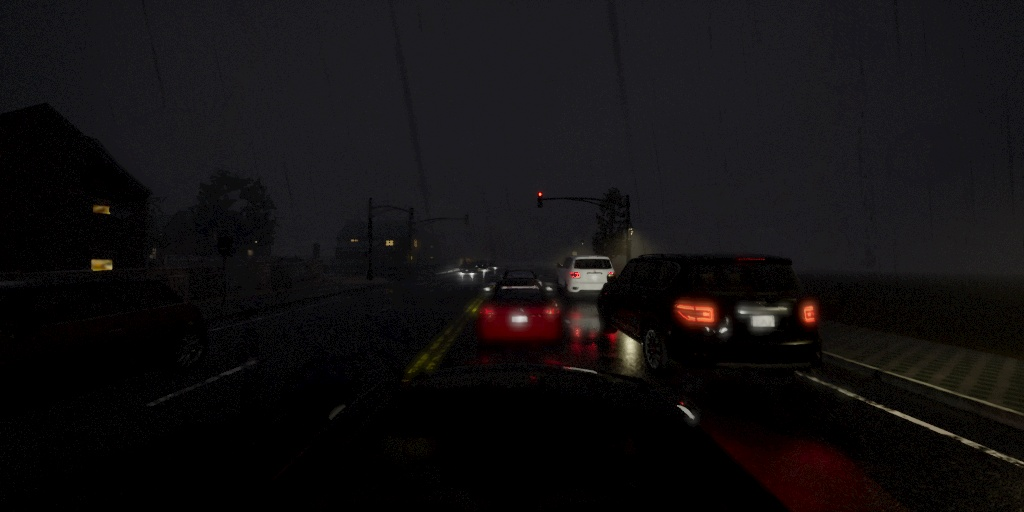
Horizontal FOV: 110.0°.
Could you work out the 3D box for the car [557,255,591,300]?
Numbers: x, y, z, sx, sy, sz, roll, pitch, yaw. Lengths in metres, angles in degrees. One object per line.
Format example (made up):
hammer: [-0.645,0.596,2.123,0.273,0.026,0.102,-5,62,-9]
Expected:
car: [3.555,0.983,17.870,2.150,2.045,5.566,0,0,1]

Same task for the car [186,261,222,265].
car: [-30.409,0.829,35.872,5.357,1.411,2.033,1,-1,16]

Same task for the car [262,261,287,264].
car: [-20.869,0.940,33.205,4.892,1.490,1.837,1,-1,16]

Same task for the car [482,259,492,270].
car: [-4.813,1.348,55.908,1.837,1.490,4.892,0,0,4]

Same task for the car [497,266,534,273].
car: [0.343,1.364,18.443,1.895,1.301,4.718,0,0,-3]

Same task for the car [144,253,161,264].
car: [-40.288,0.625,38.641,4.892,1.490,1.837,1,-1,16]

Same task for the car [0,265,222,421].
car: [-6.569,1.103,4.550,2.097,1.767,4.553,0,0,0]

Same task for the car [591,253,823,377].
car: [3.402,0.974,7.512,2.150,2.045,5.566,0,0,0]

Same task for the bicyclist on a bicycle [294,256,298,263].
bicyclist on a bicycle: [-24.185,0.781,40.222,0.582,1.620,1.656,1,-1,16]

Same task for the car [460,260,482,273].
car: [-5.414,1.366,45.925,2.033,1.411,5.357,0,0,0]

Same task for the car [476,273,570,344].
car: [0.178,1.319,9.634,1.994,1.385,4.181,0,0,0]
